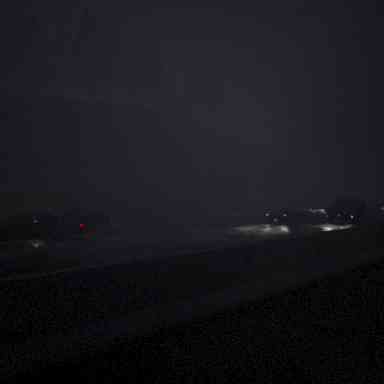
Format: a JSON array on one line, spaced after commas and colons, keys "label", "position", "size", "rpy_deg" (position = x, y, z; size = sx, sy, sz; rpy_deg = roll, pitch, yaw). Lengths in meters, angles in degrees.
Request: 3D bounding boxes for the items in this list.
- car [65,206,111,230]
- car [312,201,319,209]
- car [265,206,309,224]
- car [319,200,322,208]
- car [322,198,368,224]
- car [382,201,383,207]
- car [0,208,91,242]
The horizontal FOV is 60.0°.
[{"label": "car", "position": [-7.503, 1.647, 20.637], "size": [5.008, 1.535, 1.882], "rpy_deg": [0, 0, -42]}, {"label": "car", "position": [21.210, 2.074, 54.170], "size": [1.994, 1.385, 4.181], "rpy_deg": [0, -1, 40]}, {"label": "car", "position": [7.748, 1.850, 26.935], "size": [1.895, 1.301, 4.718], "rpy_deg": [0, -1, 40]}, {"label": "car", "position": [20.771, 2.005, 48.158], "size": [2.033, 1.411, 5.357], "rpy_deg": [0, -1, 40]}, {"label": "car", "position": [13.155, 1.491, 27.983], "size": [2.150, 2.045, 5.566], "rpy_deg": [0, -1, 40]}, {"label": "car", "position": [37.015, 2.103, 62.235], "size": [1.837, 1.490, 4.892], "rpy_deg": [0, -1, 40]}, {"label": "car", "position": [-7.871, 1.673, 15.710], "size": [5.357, 1.411, 2.033], "rpy_deg": [0, -1, -38]}]
